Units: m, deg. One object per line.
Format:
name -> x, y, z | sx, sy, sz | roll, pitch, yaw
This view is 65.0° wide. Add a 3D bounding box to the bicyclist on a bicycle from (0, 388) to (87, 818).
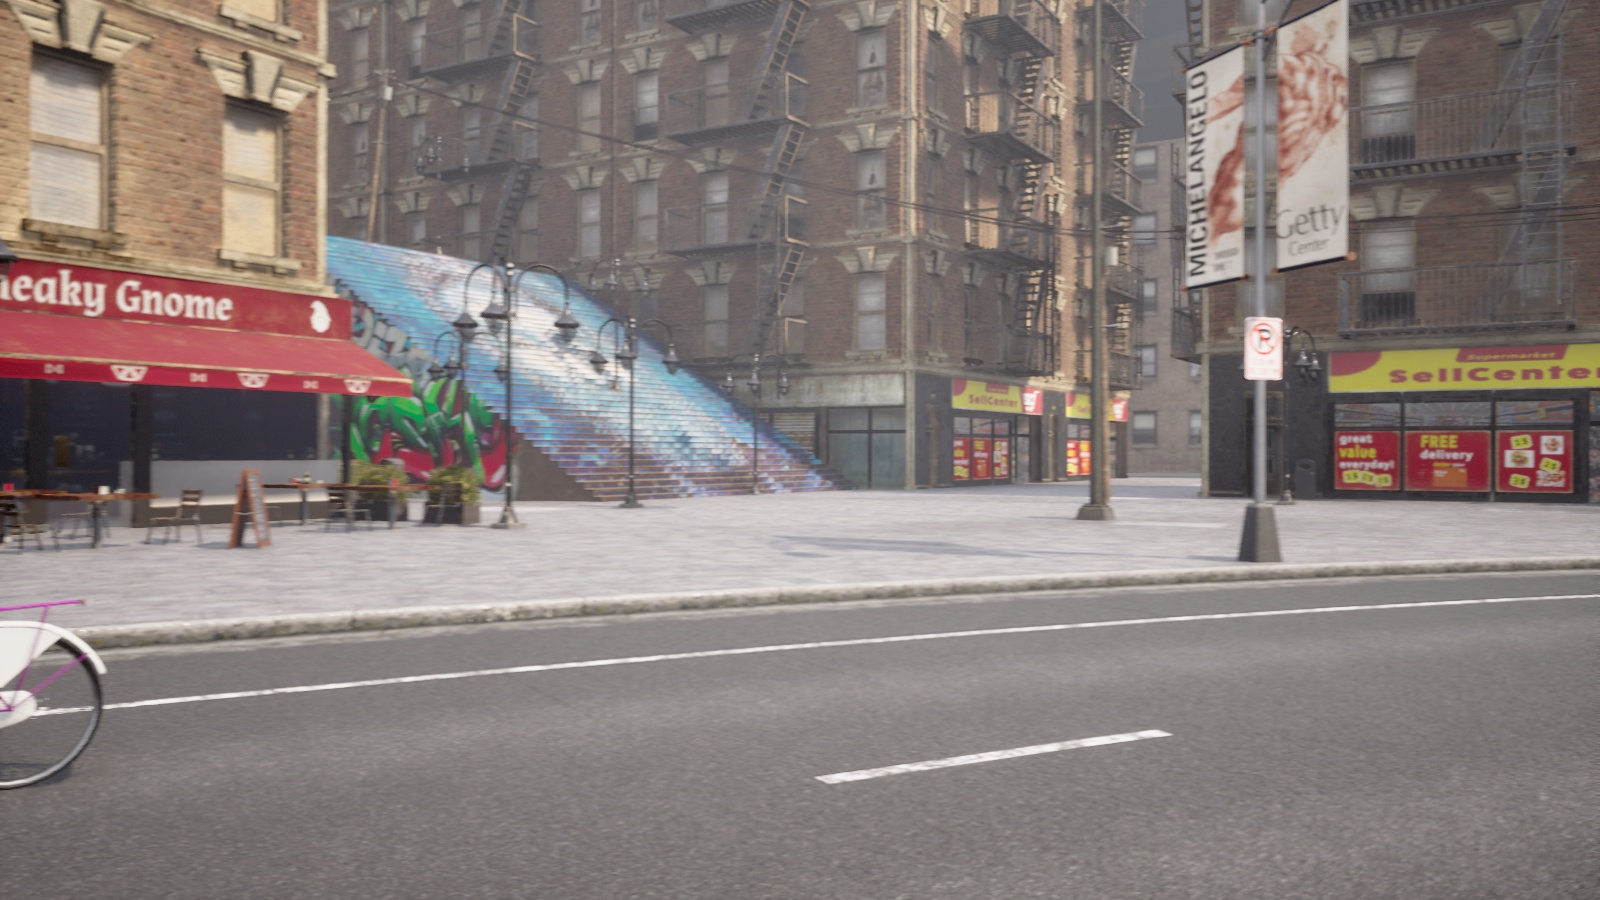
bicyclist on a bicycle -> -3.997, 0.629, 5.125 | 1.843, 1.776, 0.659 | 0, 0, -33
